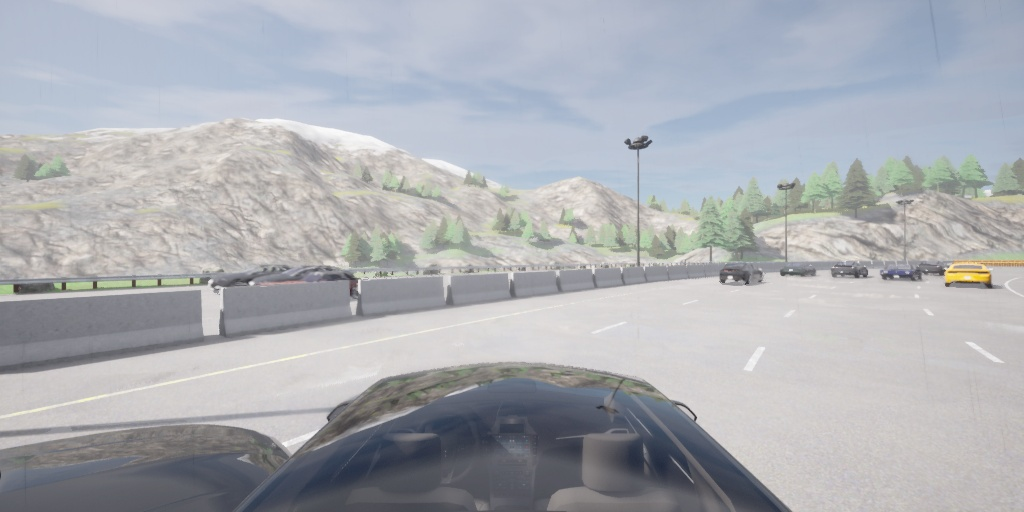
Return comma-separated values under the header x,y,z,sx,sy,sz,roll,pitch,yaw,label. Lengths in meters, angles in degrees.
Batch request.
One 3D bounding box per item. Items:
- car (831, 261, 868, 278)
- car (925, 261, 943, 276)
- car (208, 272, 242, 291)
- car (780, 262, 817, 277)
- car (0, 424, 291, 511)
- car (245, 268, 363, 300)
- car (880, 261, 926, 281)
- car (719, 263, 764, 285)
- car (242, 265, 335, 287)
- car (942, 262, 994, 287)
x,y,z,sx,sy,sz,roll,pitch,yaw,label
31.372,1.241,33.307,4.902,1.511,2.128,0,0,-35,car
43.310,1.241,36.831,4.902,1.511,2.128,0,0,-31,car
-13.882,1.241,20.183,2.128,1.511,4.902,0,0,40,car
28.206,1.314,35.331,4.181,1.385,1.994,0,0,-36,car
-2.981,1.255,0.495,4.892,1.490,1.837,0,0,-45,car
-8.492,1.351,15.770,1.895,1.301,4.718,0,0,40,car
32.306,1.351,29.698,4.718,1.301,1.895,0,0,-35,car
16.963,1.252,26.453,4.892,1.490,1.837,1,-1,-41,car
-10.638,1.241,18.612,2.128,1.511,4.902,0,0,41,car
31.092,1.227,24.434,5.008,1.535,1.882,0,0,-38,car
